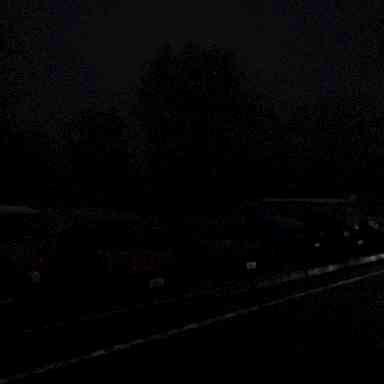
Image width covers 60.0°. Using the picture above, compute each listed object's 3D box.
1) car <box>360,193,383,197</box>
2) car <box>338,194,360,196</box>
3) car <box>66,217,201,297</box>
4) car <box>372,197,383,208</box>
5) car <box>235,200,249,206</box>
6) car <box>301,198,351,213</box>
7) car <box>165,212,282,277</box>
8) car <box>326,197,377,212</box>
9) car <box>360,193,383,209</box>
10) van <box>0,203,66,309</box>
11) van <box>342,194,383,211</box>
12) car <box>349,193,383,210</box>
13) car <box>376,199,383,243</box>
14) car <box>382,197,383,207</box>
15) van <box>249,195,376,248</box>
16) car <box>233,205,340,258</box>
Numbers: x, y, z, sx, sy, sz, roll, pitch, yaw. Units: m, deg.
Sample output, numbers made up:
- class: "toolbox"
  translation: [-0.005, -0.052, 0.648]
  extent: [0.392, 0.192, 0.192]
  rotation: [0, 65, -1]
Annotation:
- class: "car"
  translation: [13.828, 1.208, 20.354]
  extent: [2.435, 2.045, 5.566]
  rotation: [0, 0, -36]
- class: "car"
  translation: [17.169, 1.200, 38.898]
  extent: [2.435, 2.045, 5.566]
  rotation: [0, 0, -36]
- class: "car"
  translation: [-2.131, 1.499, 8.935]
  extent: [2.163, 1.488, 4.792]
  rotation: [0, 0, -36]
- class: "car"
  translation: [28.457, 1.462, 46.974]
  extent: [2.163, 1.488, 4.792]
  rotation: [0, 0, -36]
- class: "car"
  translation: [5.895, 1.460, 30.803]
  extent: [2.231, 1.521, 4.892]
  rotation: [0, 0, -36]
- class: "car"
  translation: [14.946, 1.483, 37.236]
  extent: [2.163, 1.488, 4.792]
  rotation: [0, 0, -36]
- class: "car"
  translation: [0.149, 1.497, 10.566]
  extent: [2.163, 1.488, 4.792]
  rotation: [0, 0, -36]
- class: "car"
  translation: [19.336, 1.447, 40.641]
  extent: [1.946, 1.575, 5.366]
  rotation: [0, 0, -36]
- class: "car"
  translation: [26.233, 1.189, 45.312]
  extent: [2.435, 2.045, 5.566]
  rotation: [0, 0, -36]
- class: "van"
  translation: [-4.359, 1.245, 7.232]
  extent: [1.878, 1.987, 4.442]
  rotation: [0, 0, -36]
- class: "van"
  translation: [21.632, 1.223, 42.199]
  extent: [1.878, 1.987, 4.442]
  rotation: [0, 0, -36]
- class: "car"
  translation: [23.941, 1.196, 43.743]
  extent: [2.435, 2.045, 5.566]
  rotation: [0, 0, -36]
- class: "car"
  translation: [6.954, 1.338, 15.509]
  extent: [2.185, 1.767, 4.553]
  rotation: [0, 0, -36]
- class: "car"
  translation: [30.754, 1.452, 48.546]
  extent: [2.163, 1.488, 4.792]
  rotation: [0, 0, -36]
- class: "van"
  translation: [4.760, 1.239, 13.757]
  extent: [1.878, 1.987, 4.442]
  rotation: [0, 0, -36]
- class: "car"
  translation: [2.415, 1.466, 12.217]
  extent: [2.097, 1.535, 5.008]
  rotation: [0, 0, -36]
